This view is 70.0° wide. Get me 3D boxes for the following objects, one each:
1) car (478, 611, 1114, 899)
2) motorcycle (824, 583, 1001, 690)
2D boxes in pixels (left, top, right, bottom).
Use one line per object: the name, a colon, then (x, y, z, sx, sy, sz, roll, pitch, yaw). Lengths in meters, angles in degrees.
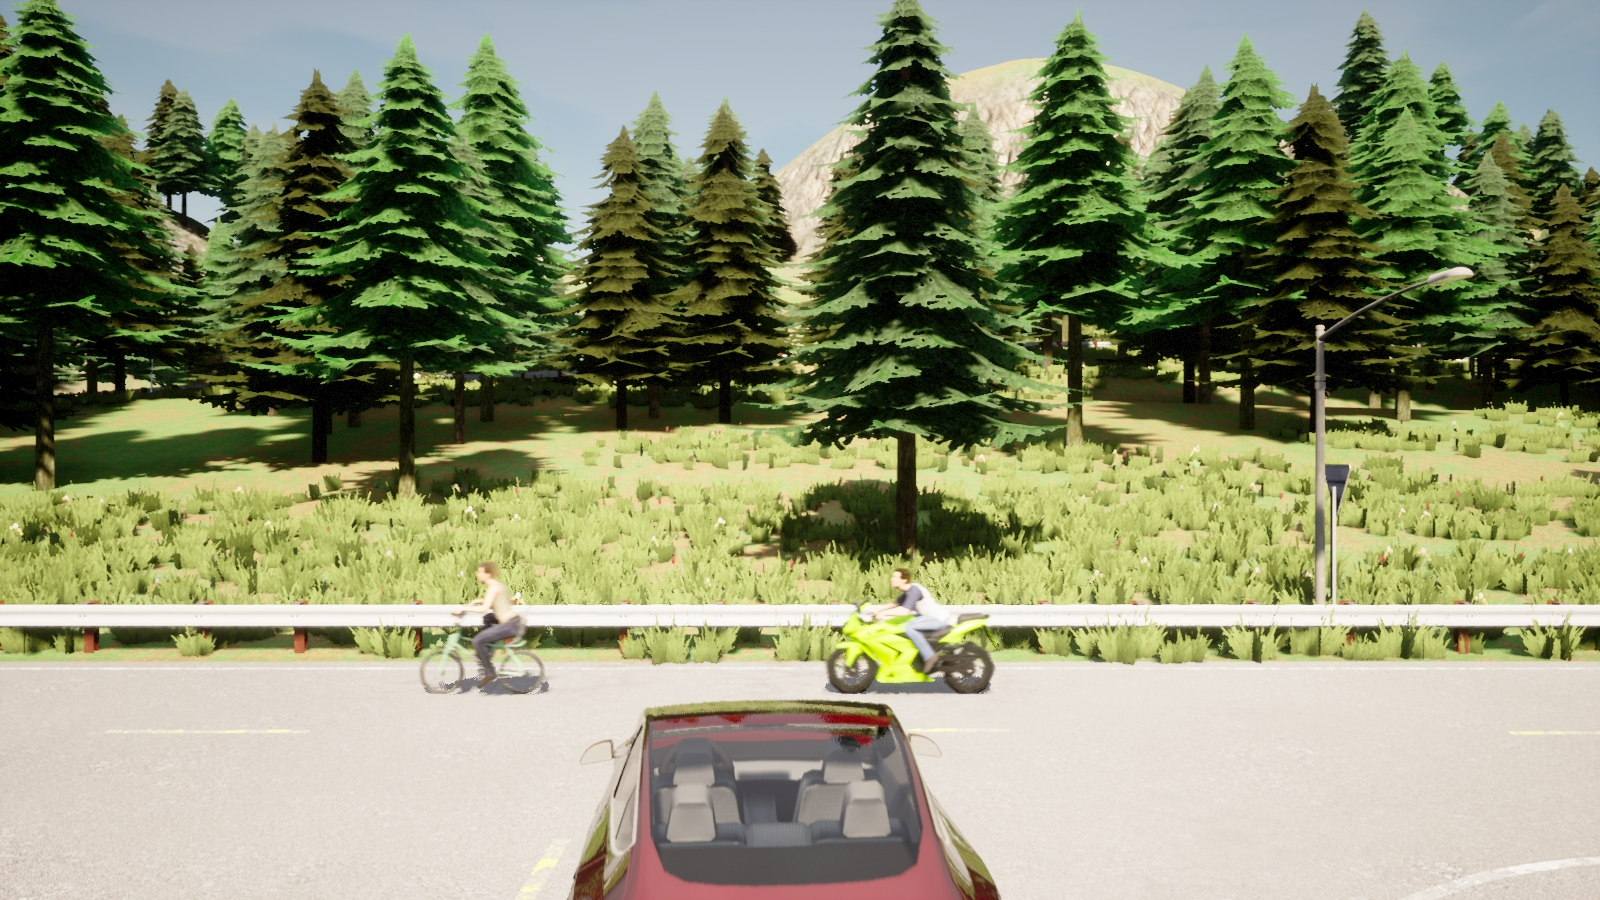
car: (-0.175, 1.944, 6.259, 2.163, 1.488, 4.792, 0, -1, -4)
motorcycle: (1.307, 2.199, 13.617, 2.033, 1.145, 0.803, 0, 0, 0)
